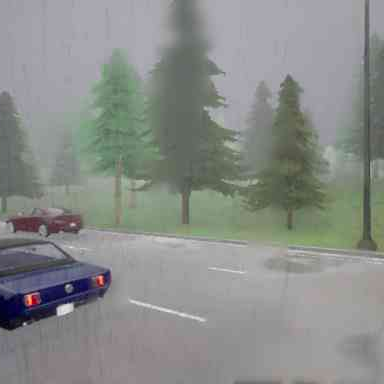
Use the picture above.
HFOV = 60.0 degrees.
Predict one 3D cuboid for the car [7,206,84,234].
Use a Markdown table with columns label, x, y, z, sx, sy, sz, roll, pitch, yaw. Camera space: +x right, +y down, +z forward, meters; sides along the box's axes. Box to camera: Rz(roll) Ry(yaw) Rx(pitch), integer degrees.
| label | x | y | z | sx | sy | sz | roll | pitch | yaw |
| --- | --- | --- | --- | --- | --- | --- | --- | --- | --- |
| car | -7.917 | 1.477 | 17.811 | 5.008 | 1.535 | 1.882 | 0 | 0 | 34 |

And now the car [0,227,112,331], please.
| label | x | y | z | sx | sy | sz | roll | pitch | yaw |
| --- | --- | --- | --- | --- | --- | --- | --- | --- | --- |
| car | -3.872 | 1.601 | 6.610 | 4.718 | 1.301 | 1.895 | 0 | 0 | 34 |
